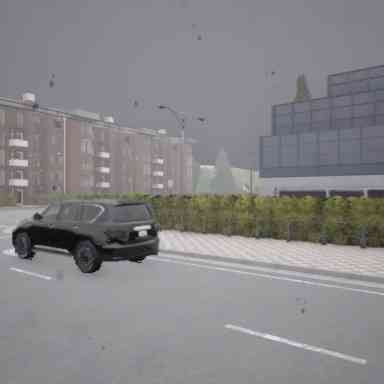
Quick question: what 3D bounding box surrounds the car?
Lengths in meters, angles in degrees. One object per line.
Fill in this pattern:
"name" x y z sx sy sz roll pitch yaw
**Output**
"car" -3.555 1.228 10.806 5.566 2.045 2.150 1 0 35
